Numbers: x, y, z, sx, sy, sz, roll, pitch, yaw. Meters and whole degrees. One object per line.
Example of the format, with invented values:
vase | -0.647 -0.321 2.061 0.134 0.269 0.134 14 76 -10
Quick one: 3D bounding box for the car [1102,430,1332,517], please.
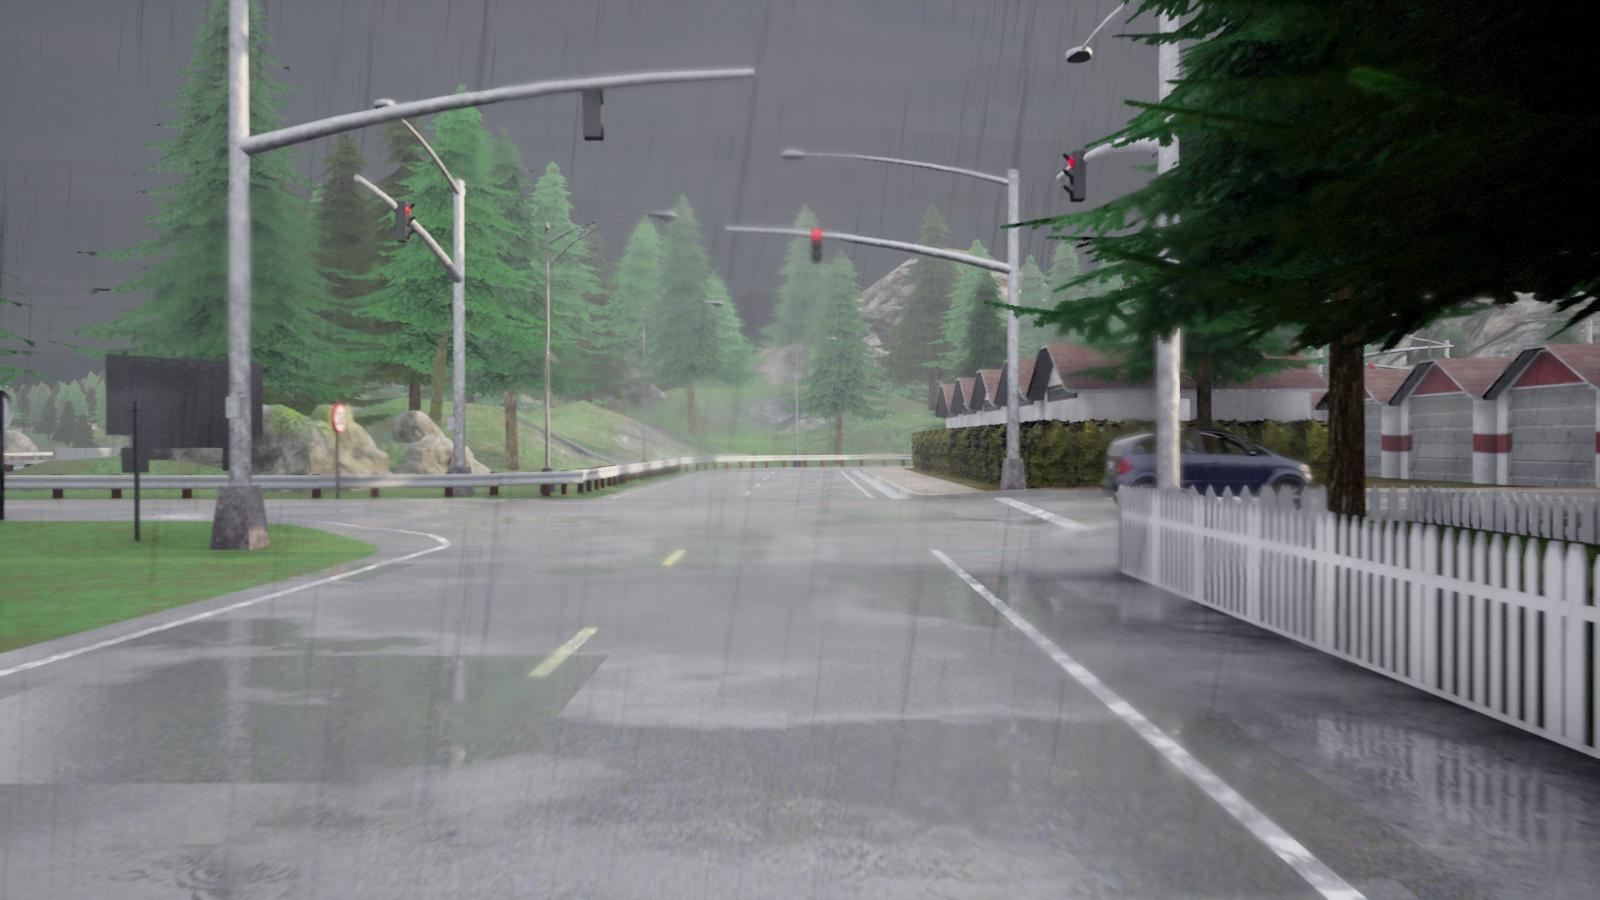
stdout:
car | 7.646 0.406 23.290 3.705 1.549 1.789 0 0 2
